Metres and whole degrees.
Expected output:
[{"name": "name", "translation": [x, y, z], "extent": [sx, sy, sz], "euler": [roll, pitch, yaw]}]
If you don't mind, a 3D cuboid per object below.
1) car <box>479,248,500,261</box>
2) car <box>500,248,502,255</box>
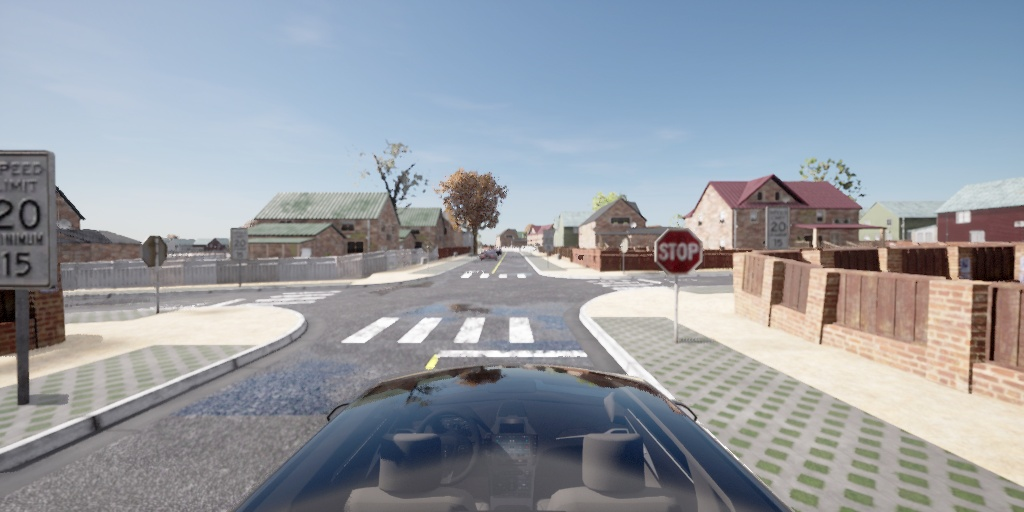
[{"name": "car", "translation": [-2.807, -0.118, 43.675], "extent": [1.994, 1.385, 4.181], "euler": [0, 2, 0]}, {"name": "car", "translation": [-2.718, -0.800, 64.911], "extent": [1.895, 1.301, 4.718], "euler": [0, 2, 0]}]
